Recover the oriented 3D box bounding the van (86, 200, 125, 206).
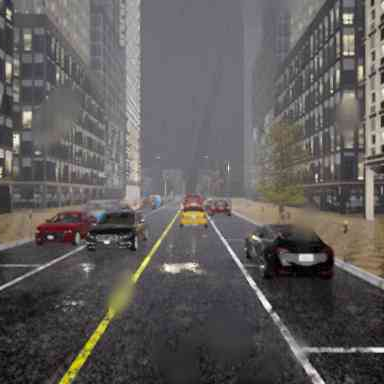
[{"bbox_3d":[-5.689,1.388,21.312,1.690,1.788,3.998,0,0,0],"label":"van"}]

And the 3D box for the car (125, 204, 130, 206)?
[{"bbox_3d":[-5.691,1.640,27.003,1.802,1.307,4.206,0,0,0],"label":"car"}]

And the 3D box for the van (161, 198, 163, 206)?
[{"bbox_3d":[-5.694,1.441,49.773,1.690,1.788,3.998,0,0,0],"label":"van"}]

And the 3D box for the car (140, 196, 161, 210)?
[{"bbox_3d":[-5.693,1.530,44.079,1.967,1.590,4.097,0,0,0],"label":"car"}]

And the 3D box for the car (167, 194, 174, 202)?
[{"bbox_3d":[-5.699,1.672,78.062,1.752,1.417,4.829,0,0,0],"label":"car"}]

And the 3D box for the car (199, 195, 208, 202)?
[{"bbox_3d":[2.682,1.587,78.218,1.967,1.590,4.097,0,0,0],"label":"car"}]

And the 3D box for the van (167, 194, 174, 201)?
[{"bbox_3d":[-5.700,1.505,89.617,1.690,1.788,3.998,0,0,0],"label":"van"}]

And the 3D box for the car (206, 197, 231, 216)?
[{"bbox_3d":[2.689,1.509,32.682,1.967,1.590,4.097,0,0,0],"label":"car"}]

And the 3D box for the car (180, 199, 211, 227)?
[{"bbox_3d":[0.097,1.510,23.149,1.801,1.575,5.366,0,0,0],"label":"car"}]

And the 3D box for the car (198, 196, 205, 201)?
[{"bbox_3d":[2.678,1.723,95.293,2.008,1.369,4.403,0,0,0],"label":"car"}]

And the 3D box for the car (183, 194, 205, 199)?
[{"bbox_3d":[0.091,1.306,40.387,2.150,2.045,5.566,0,0,0],"label":"car"}]

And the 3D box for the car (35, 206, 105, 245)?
[{"bbox_3d":[-5.689,1.580,15.619,1.887,1.381,4.507,0,0,0],"label":"car"}]

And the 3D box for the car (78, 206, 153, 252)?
[{"bbox_3d":[-3.006,1.546,14.144,1.837,1.490,4.892,0,0,0],"label":"car"}]

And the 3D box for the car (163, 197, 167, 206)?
[{"bbox_3d":[-5.696,1.675,55.464,1.947,1.339,4.313,0,0,0],"label":"car"}]

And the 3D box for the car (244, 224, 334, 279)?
[{"bbox_3d":[2.692,1.589,9.915,1.947,1.339,4.313,0,0,0],"label":"car"}]
